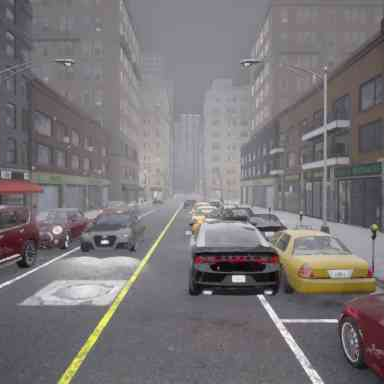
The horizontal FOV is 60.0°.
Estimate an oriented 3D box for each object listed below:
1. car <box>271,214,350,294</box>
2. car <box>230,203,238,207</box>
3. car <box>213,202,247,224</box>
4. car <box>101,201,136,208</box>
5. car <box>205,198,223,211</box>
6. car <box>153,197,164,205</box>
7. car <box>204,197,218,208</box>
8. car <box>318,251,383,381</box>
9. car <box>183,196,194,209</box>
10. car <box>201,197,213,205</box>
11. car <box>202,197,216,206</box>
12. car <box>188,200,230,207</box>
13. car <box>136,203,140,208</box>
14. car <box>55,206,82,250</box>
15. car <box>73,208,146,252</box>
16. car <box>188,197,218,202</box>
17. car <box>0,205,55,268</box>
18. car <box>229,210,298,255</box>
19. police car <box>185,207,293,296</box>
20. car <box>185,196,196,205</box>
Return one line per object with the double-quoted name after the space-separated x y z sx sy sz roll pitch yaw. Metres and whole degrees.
2.824 1.523 8.661 1.752 1.417 4.829 -1 0 0 "car"
2.781 1.559 19.663 1.947 1.339 4.313 -1 0 0 "car"
2.759 1.541 25.249 2.008 1.369 4.403 -1 0 0 "car"
-5.780 1.430 25.212 1.967 1.590 4.097 -1 0 0 "car"
2.692 1.529 42.006 2.008 1.369 4.403 -1 0 0 "car"
-5.919 1.506 58.727 1.887 1.381 4.507 -1 0 0 "car"
2.669 1.498 47.762 1.752 1.417 4.829 -1 0 0 "car"
2.848 1.581 2.905 1.802 1.307 4.206 -1 0 0 "car"
-0.176 1.480 45.612 1.837 1.490 4.892 0 0 0 "car"
2.626 1.543 58.764 1.802 1.307 4.206 -1 0 0 "car"
2.648 1.533 53.178 1.947 1.339 4.313 -1 0 0 "car"
0.824 1.449 18.900 1.801 1.575 5.366 0 0 0 "car"
-5.802 1.569 30.798 1.802 1.307 4.206 -1 0 0 "car"
-5.733 1.435 14.041 1.967 1.590 4.097 -1 0 0 "car"
-3.053 1.559 13.627 1.994 1.385 4.181 0 0 0 "car"
0.798 1.446 24.901 1.801 1.575 5.366 0 0 0 "car"
-5.711 1.312 8.456 2.192 1.841 5.009 -1 0 0 "car"
2.803 1.561 14.077 1.947 1.339 4.313 -1 0 0 "car"
0.866 1.423 8.820 1.930 1.638 5.238 0 0 0 "police car"
-0.246 1.438 59.355 1.882 1.535 5.008 0 0 0 "car"
